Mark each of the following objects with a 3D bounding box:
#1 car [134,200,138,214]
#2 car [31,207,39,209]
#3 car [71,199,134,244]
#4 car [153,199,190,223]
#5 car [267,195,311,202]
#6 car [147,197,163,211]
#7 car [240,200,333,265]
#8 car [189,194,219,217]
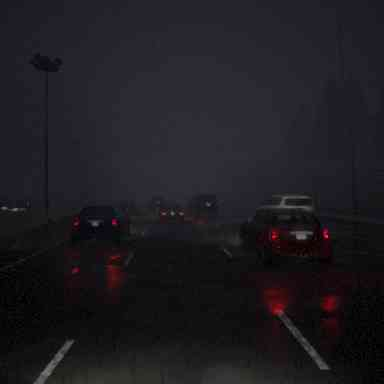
[{"bbox_3d":[-6.849,1.494,35.681,2.128,1.511,4.902,0,0,-10],"label":"car"},{"bbox_3d":[-18.681,1.544,40.392,1.812,1.442,4.674,0,0,-13],"label":"car"},{"bbox_3d":[-4.211,1.355,15.971,2.097,1.767,4.553,0,0,-5],"label":"car"},{"bbox_3d":[-1.659,1.545,25.334,2.033,1.411,5.357,0,0,-8],"label":"car"},{"bbox_3d":[5.846,1.209,21.357,2.150,2.045,5.566,0,0,-6],"label":"car"},{"bbox_3d":[-4.499,1.351,41.783,2.097,1.767,4.553,0,0,-12],"label":"car"},{"bbox_3d":[3.100,1.345,11.921,2.097,1.767,4.553,0,0,-3],"label":"car"},{"bbox_3d":[0.990,1.214,31.490,2.150,2.045,5.566,0,0,-9],"label":"car"}]
